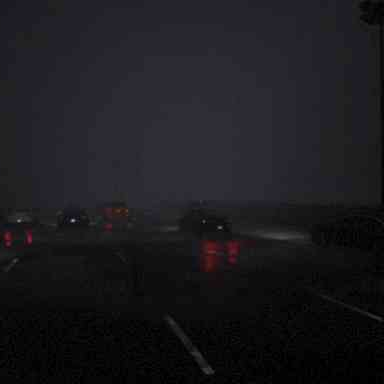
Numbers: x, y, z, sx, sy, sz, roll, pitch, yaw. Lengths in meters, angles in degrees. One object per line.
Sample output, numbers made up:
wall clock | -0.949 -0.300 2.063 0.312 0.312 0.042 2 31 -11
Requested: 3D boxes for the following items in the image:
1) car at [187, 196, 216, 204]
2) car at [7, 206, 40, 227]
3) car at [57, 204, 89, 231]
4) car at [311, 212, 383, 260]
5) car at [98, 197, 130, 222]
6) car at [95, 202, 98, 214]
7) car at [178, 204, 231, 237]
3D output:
car | 0.396 1.534 30.115 2.097 1.767 4.553 0 0 -20
car | -12.712 1.791 25.200 1.812 1.442 4.674 0 0 -20
car | -8.095 1.773 22.653 1.994 1.385 4.181 0 0 -20
car | 6.615 1.511 12.599 2.128 1.511 4.902 0 0 -20
car | -6.813 1.593 29.496 2.097 1.767 4.553 0 0 -20
car | -10.897 1.825 41.002 1.882 1.535 5.008 0 0 -20
car | 0.639 1.637 18.978 1.812 1.442 4.674 0 0 -20
